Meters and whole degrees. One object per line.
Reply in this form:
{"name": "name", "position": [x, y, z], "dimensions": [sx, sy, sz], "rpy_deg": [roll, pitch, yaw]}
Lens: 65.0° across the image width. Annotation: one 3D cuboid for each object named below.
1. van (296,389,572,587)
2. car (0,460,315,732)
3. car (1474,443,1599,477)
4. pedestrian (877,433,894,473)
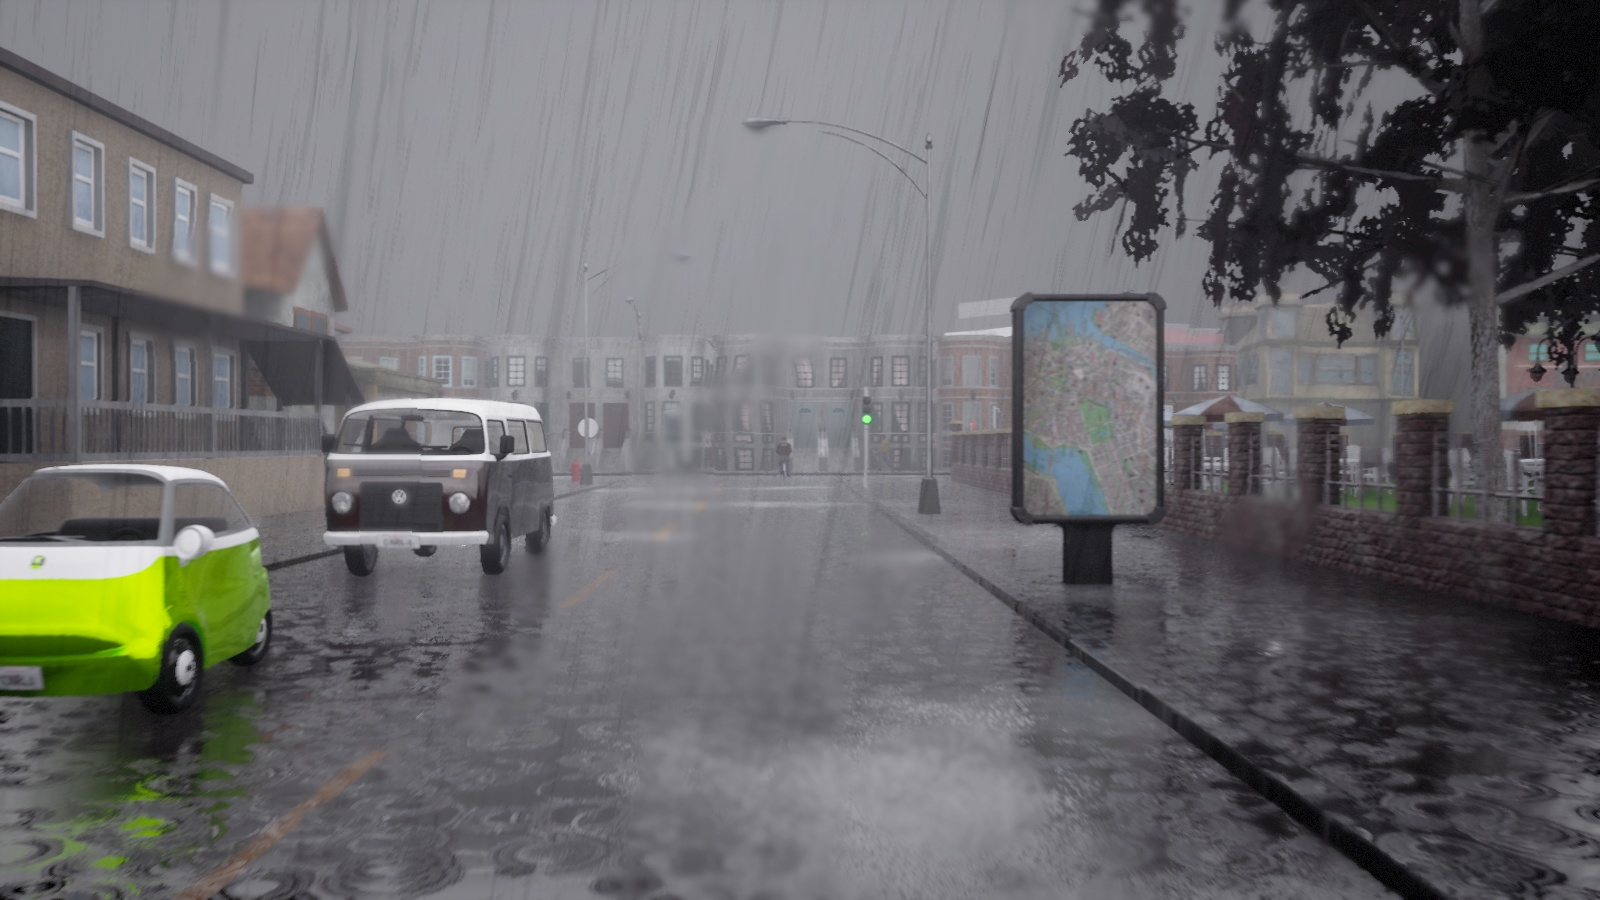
{"name": "van", "position": [-4.169, 0.382, 15.166], "dimensions": [2.069, 2.038, 4.480], "rpy_deg": [0, 0, -1]}
{"name": "car", "position": [-4.075, 0.756, 7.542], "dimensions": [1.481, 1.376, 2.207], "rpy_deg": [0, 0, -1]}
{"name": "car", "position": [33.125, 0.455, 56.216], "dimensions": [4.892, 1.490, 1.837], "rpy_deg": [0, 0, 0]}
{"name": "pedestrian", "position": [3.959, 0.131, 58.107], "dimensions": [0.709, 1.840, 0.431], "rpy_deg": [0, 0, 12]}
